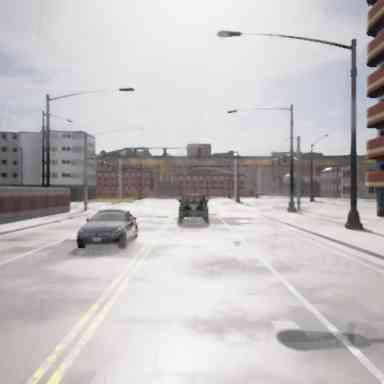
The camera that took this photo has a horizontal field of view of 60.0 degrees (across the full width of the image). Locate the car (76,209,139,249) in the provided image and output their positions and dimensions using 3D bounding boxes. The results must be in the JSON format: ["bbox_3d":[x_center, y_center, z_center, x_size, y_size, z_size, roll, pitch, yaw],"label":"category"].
[{"bbox_3d":[-3.489,1.483,14.522,1.812,1.442,4.674,0,0,0],"label":"car"}]

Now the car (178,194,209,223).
[{"bbox_3d":[0.120,1.137,24.810,2.150,2.045,5.566,0,0,0],"label":"car"}]
